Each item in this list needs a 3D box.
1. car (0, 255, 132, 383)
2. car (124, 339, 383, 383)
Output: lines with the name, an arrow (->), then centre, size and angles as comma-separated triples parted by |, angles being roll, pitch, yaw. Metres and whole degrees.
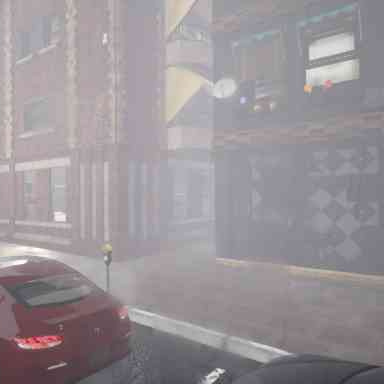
car -> -2.670, 1.583, 4.741 | 4.206, 1.307, 1.802 | 0, -1, 35
car -> 1.941, 1.566, 1.464 | 4.313, 1.339, 1.947 | 0, -1, 35
